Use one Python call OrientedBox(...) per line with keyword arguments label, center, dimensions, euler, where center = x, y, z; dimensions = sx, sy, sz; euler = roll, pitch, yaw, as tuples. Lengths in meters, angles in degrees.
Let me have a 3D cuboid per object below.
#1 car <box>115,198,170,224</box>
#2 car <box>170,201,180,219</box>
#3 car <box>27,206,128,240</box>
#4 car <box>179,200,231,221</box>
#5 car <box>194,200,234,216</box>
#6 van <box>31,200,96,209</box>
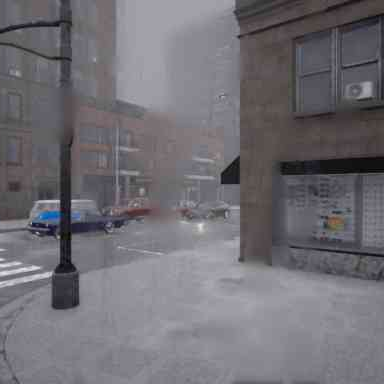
OrientedBox(label="car", center=(-4.279, 1.336, 24.293), dimensions=(2.192, 1.841, 5.009), euler=(0, 0, 36))
OrientedBox(label="car", center=(-1.002, 1.465, 28.829), dimensions=(1.967, 1.590, 4.097), euler=(0, 0, 36))
OrientedBox(label="car", center=(-5.920, 1.617, 17.353), dimensions=(1.895, 1.301, 4.718), euler=(0, 0, 37))
OrientedBox(label="car", center=(1.387, 1.525, 27.423), dimensions=(1.837, 1.490, 4.892), euler=(0, 2, 36))
OrientedBox(label="car", center=(2.276, 1.574, 33.364), dimensions=(1.887, 1.381, 4.507), euler=(0, 0, 36))
OrientedBox(label="van", center=(-7.556, 1.357, 19.757), dimensions=(1.690, 1.788, 3.998), euler=(0, 0, 36))
